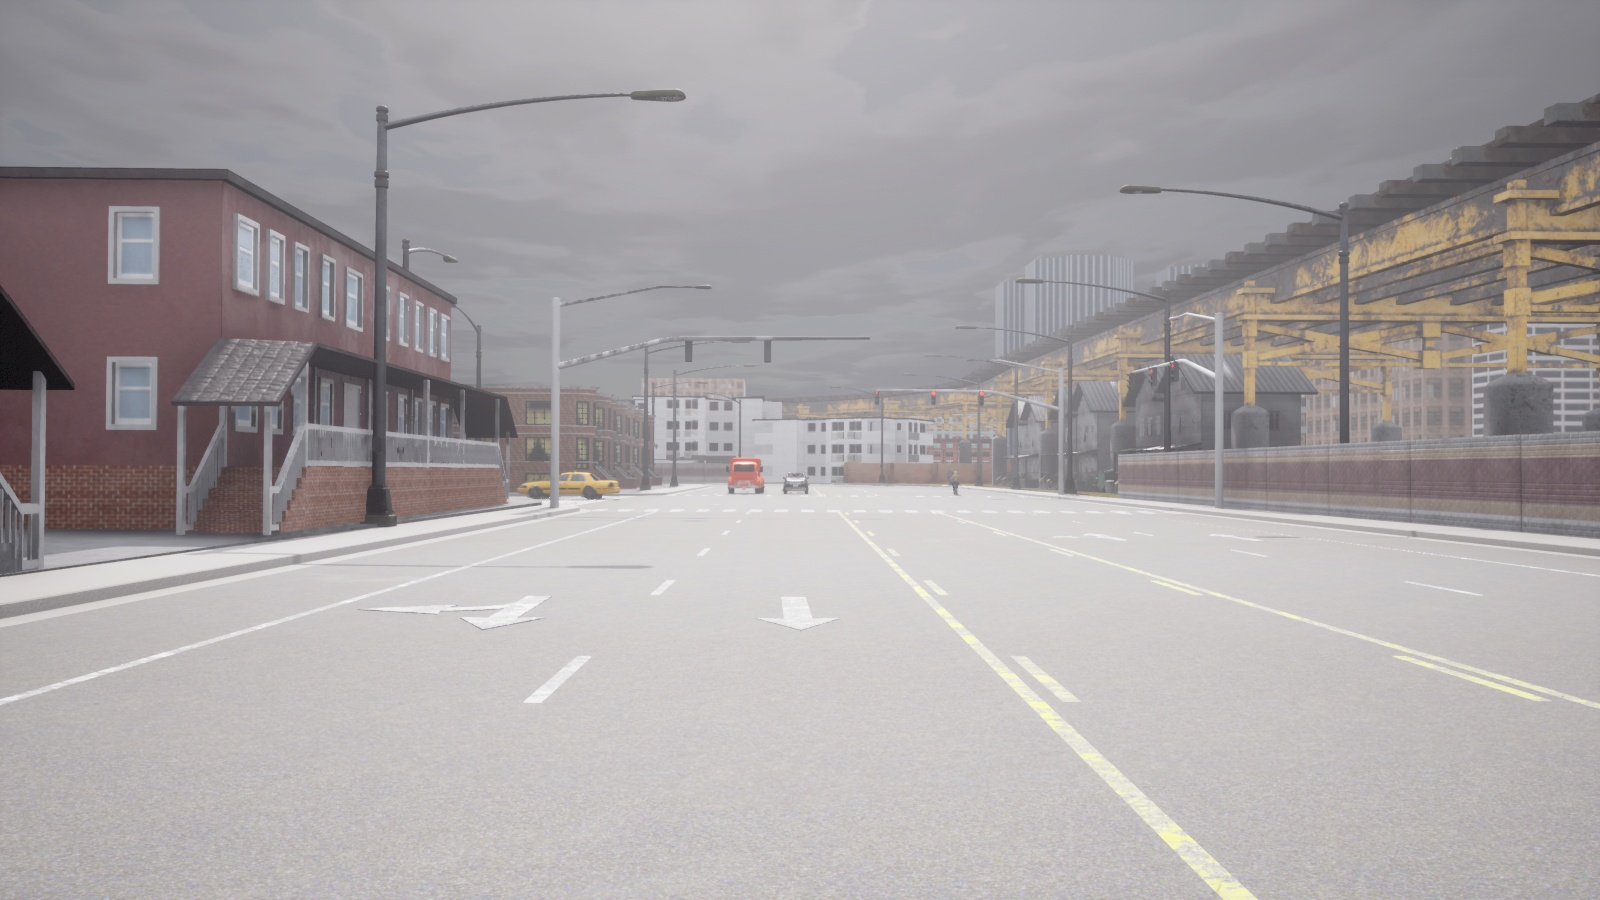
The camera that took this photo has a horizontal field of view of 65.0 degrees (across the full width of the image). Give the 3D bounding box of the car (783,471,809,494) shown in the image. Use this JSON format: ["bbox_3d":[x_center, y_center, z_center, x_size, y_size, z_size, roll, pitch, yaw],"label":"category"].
[{"bbox_3d":[-0.259,2.240,86.340,1.789,1.549,3.705,0,-1,0],"label":"car"}]

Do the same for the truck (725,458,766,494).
[{"bbox_3d":[-3.769,1.805,87.320,2.627,2.467,5.204,0,-1,0],"label":"truck"}]

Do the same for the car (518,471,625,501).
[{"bbox_3d":[-12.178,1.925,67.058,5.366,1.575,1.801,0,-1,5],"label":"car"}]
